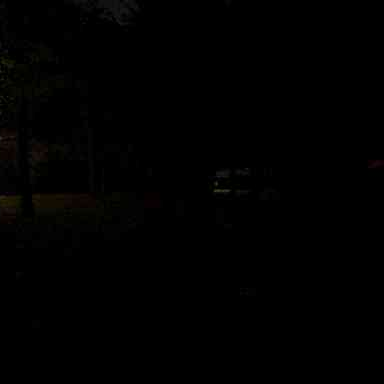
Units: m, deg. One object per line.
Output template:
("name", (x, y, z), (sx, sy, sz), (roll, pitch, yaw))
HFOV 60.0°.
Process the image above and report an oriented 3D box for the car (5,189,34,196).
("car", (-35.222, 0.175, 67.973), (2.033, 1.411, 5.357), (-3, 0, 34))
